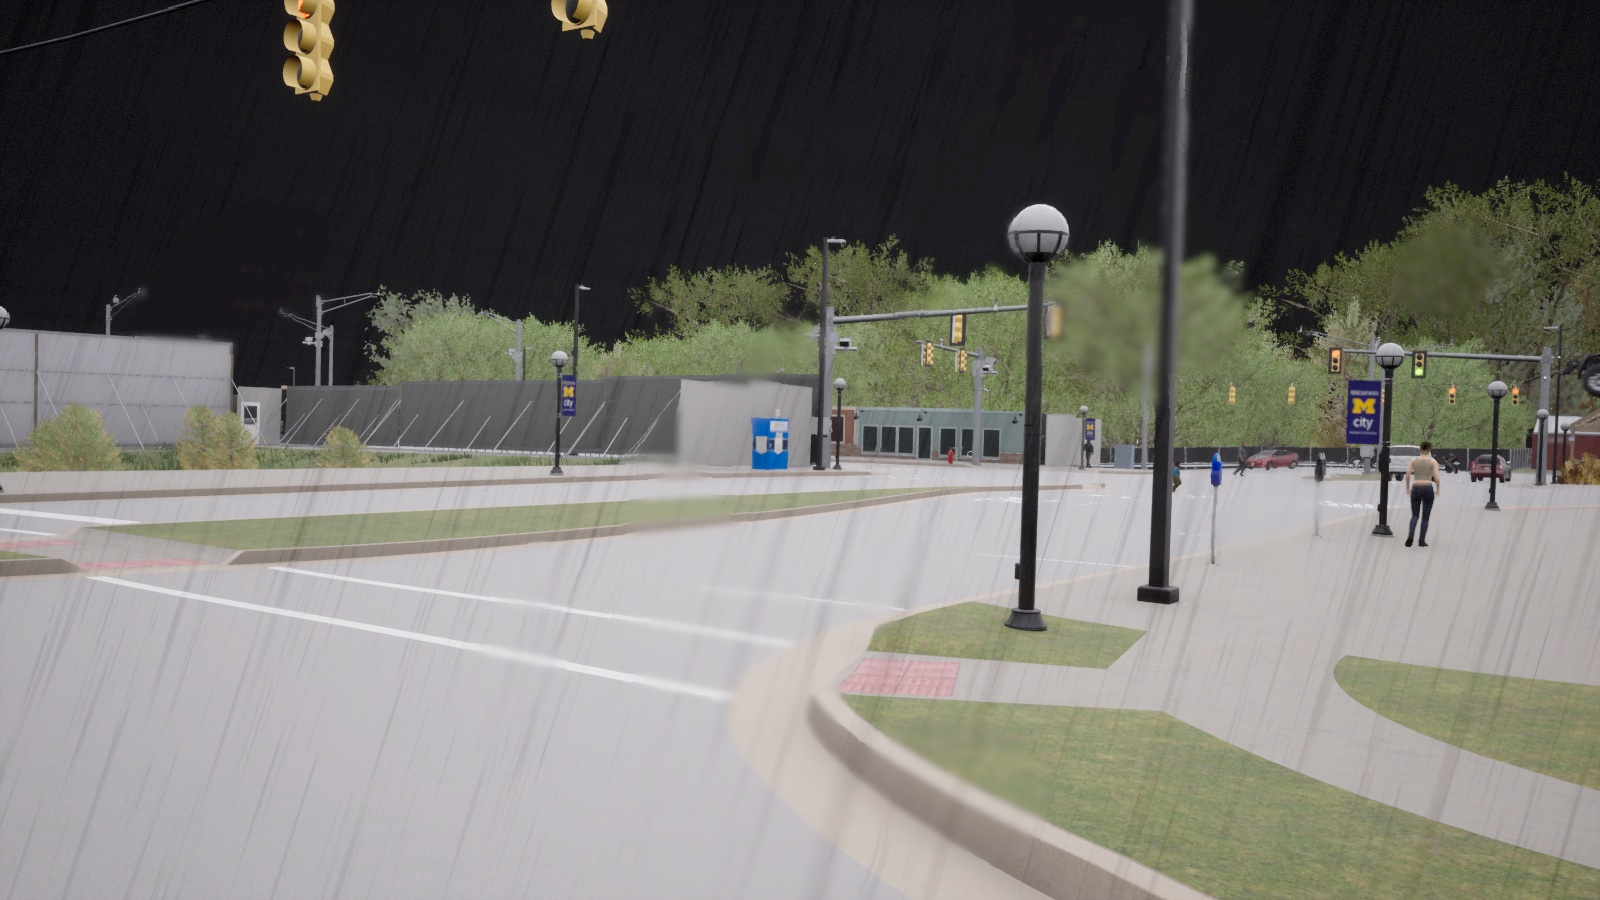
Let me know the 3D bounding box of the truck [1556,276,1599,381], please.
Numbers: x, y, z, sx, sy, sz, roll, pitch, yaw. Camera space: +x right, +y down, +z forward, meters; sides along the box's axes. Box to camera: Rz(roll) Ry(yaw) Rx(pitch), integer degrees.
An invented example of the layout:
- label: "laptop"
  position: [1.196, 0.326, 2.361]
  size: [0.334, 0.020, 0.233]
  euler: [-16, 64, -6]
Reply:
- label: "truck"
  position: [30.159, -4.362, 42.207]
  size: [7.936, 3.462, 2.891]
  euler: [-3, 2, 32]

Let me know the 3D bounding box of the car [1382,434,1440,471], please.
- label: "car"
  position: [35.008, 0.158, 71.872]
  size: [2.150, 2.045, 5.566]
  euler: [0, 0, 35]

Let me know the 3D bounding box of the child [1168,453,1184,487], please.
- label: "child"
  position: [13.562, 0.720, 45.264]
  size: [0.448, 1.192, 0.343]
  euler: [2, 2, 36]

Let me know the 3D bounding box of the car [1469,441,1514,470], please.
- label: "car"
  position: [40.737, 0.294, 73.917]
  size: [1.851, 1.617, 3.988]
  euler: [0, 1, 36]

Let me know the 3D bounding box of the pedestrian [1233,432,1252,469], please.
- label: "pedestrian"
  position: [22.517, 0.029, 63.895]
  size: [0.694, 1.848, 0.540]
  euler: [2, 2, 40]

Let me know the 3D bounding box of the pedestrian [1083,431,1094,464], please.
- label: "pedestrian"
  position: [16.811, -0.148, 73.162]
  size: [0.395, 1.930, 0.692]
  euler: [2, 2, 33]

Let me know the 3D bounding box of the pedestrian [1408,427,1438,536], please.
- label: "pedestrian"
  position: [10.656, 0.527, 21.482]
  size: [0.345, 1.836, 0.594]
  euler: [2, 2, 34]
